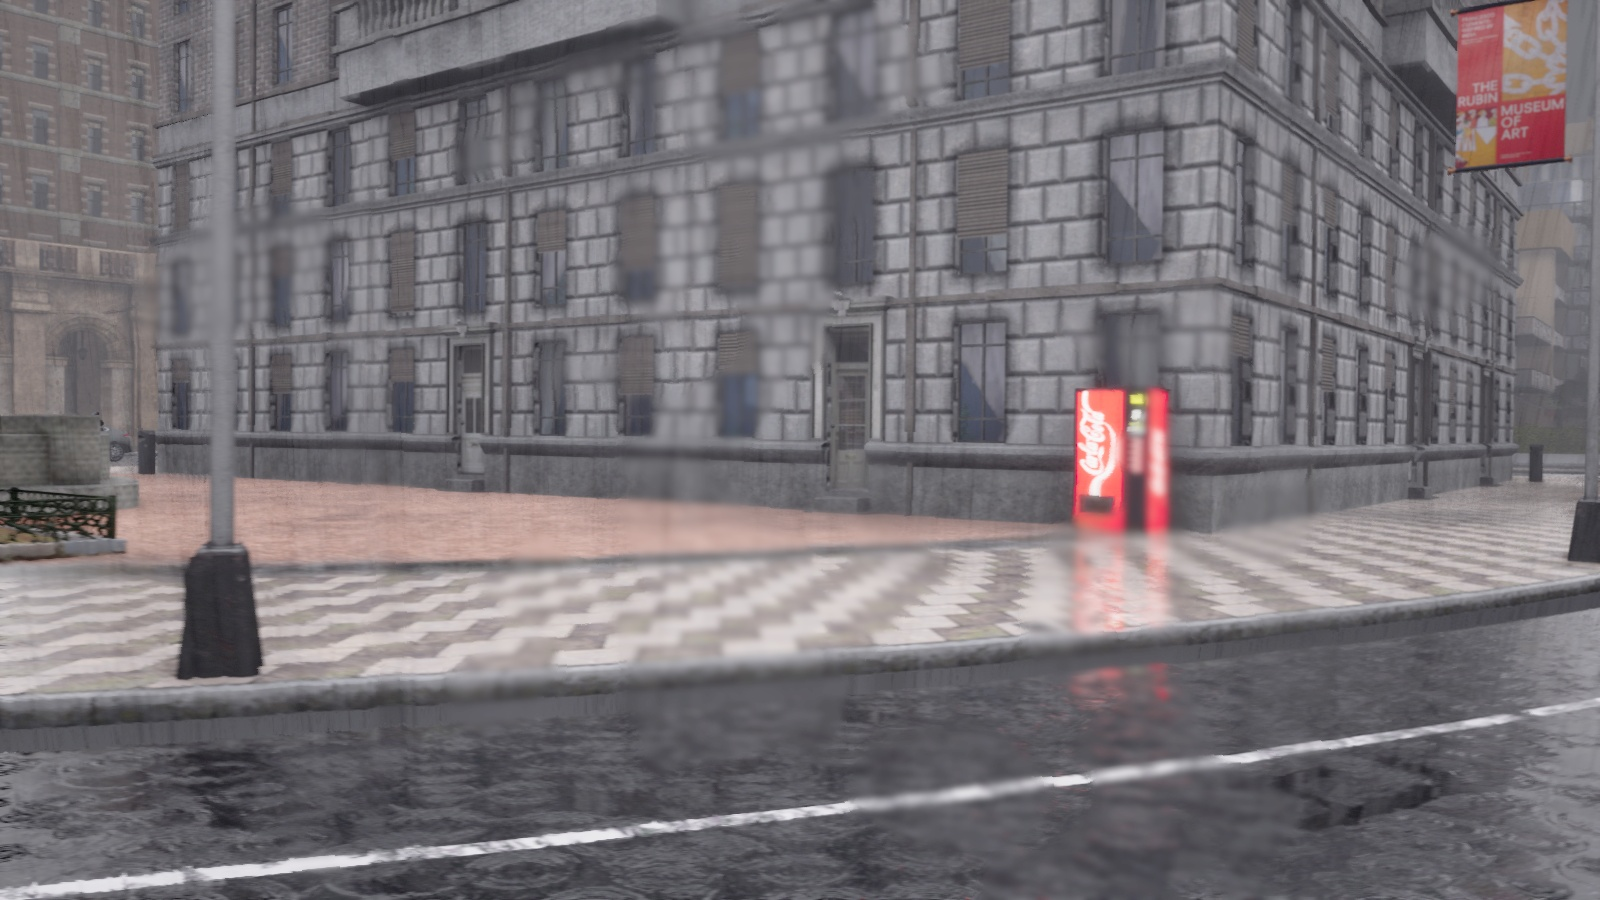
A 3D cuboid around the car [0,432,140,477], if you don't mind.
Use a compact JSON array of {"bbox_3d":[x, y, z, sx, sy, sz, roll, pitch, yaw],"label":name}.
[{"bbox_3d":[-29.346,0.136,49.950,2.152,1.651,5.027,0,1,37],"label":"car"}]
